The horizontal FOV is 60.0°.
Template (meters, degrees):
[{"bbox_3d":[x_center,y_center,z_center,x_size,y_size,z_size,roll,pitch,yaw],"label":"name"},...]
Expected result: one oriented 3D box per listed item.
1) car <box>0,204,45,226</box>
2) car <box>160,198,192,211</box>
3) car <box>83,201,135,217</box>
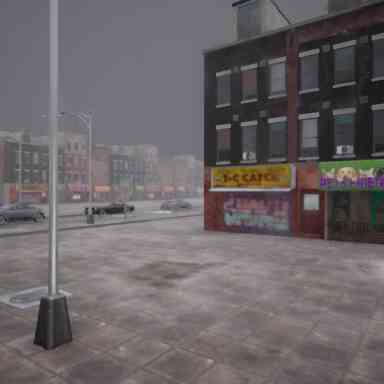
[{"bbox_3d":[-12.598,1.515,23.380,1.994,1.385,4.181,0,0,36],"label":"car"},{"bbox_3d":[-1.836,1.447,38.609,1.994,1.385,4.181,0,0,35],"label":"car"},{"bbox_3d":[-7.556,1.520,30.516,1.895,1.301,4.718,0,0,36],"label":"car"}]
